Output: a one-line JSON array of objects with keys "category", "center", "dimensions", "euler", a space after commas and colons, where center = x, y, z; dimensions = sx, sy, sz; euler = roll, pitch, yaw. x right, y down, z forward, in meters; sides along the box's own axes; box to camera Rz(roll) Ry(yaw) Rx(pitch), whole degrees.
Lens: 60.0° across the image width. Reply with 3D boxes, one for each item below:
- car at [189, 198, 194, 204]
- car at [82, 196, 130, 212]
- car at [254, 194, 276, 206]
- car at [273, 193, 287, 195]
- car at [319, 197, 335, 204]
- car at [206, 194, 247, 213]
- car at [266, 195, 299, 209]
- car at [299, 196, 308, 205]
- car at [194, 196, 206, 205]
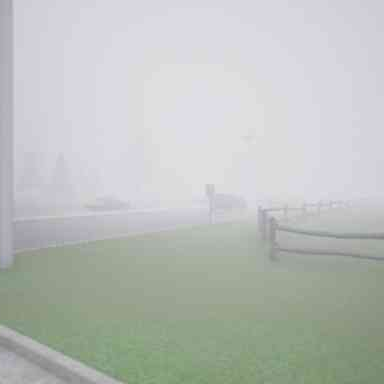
[{"category": "car", "center": [1.304, 1.442, 59.820], "dimensions": [2.128, 1.511, 4.902], "euler": [0, 0, 36]}, {"category": "car", "center": [-9.512, 1.503, 38.204], "dimensions": [2.033, 1.411, 5.357], "euler": [0, 0, 35]}, {"category": "car", "center": [11.876, 1.531, 54.705], "dimensions": [1.994, 1.385, 4.181], "euler": [0, 0, 36]}, {"category": "car", "center": [16.371, 1.189, 60.986], "dimensions": [2.150, 2.045, 5.566], "euler": [0, 0, 36]}, {"category": "car", "center": [24.360, 1.542, 59.888], "dimensions": [1.994, 1.385, 4.181], "euler": [0, 0, 36]}, {"category": "car", "center": [4.198, 1.194, 37.471], "dimensions": [2.150, 2.045, 5.566], "euler": [0, 0, 35]}, {"category": "car", "center": [11.386, 1.456, 41.719], "dimensions": [1.882, 1.535, 5.008], "euler": [0, 0, 35]}, {"category": "car", "center": [18.818, 1.479, 58.224], "dimensions": [1.837, 1.490, 4.892], "euler": [0, 0, 36]}, {"category": "car", "center": [2.891, 1.556, 56.020], "dimensions": [1.895, 1.301, 4.718], "euler": [0, 0, 36]}]
